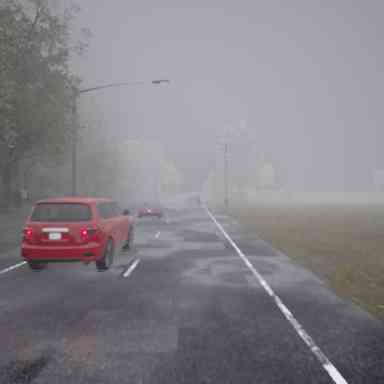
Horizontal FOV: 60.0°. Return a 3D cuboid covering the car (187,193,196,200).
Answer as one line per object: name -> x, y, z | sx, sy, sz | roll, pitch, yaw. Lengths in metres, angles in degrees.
car -> -0.031, 1.098, 80.885 | 2.097, 1.767, 4.553 | 0, 0, 0

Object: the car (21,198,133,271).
car -> -3.405, 1.185, 10.953 | 2.150, 2.045, 5.566 | 0, 0, 0

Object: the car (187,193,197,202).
car -> -0.027, 1.327, 70.967 | 1.994, 1.385, 4.181 | 0, 0, 0

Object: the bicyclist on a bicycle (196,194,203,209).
bicyclist on a bicycle -> 0.930, 1.302, 42.038 | 0.866, 1.612, 1.509 | 0, 0, 0

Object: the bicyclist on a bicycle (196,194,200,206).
bicyclist on a bicycle -> 0.945, 1.208, 50.913 | 0.659, 1.776, 1.843 | 0, 0, 0

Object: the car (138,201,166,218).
car -> -3.414, 1.472, 28.733 | 1.994, 1.385, 4.181 | 0, 0, 0
